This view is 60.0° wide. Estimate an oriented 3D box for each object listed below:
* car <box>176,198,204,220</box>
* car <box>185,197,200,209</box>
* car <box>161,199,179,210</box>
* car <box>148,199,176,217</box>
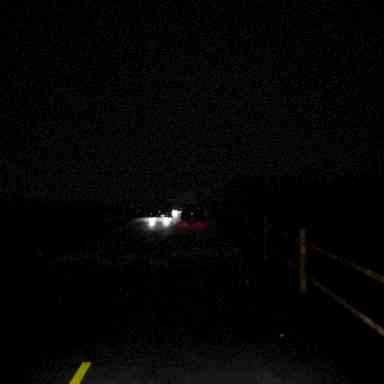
[{"bbox_3d":[0.010,1.462,28.087,2.128,1.511,4.902,0,0,0],"label":"car"},{"bbox_3d":[0.058,1.479,44.967,1.812,1.442,4.674,0,0,0],"label":"car"},{"bbox_3d":[-2.766,1.557,42.324,1.895,1.301,4.718,0,0,0],"label":"car"},{"bbox_3d":[-2.771,1.531,30.399,1.994,1.385,4.181,0,0,0],"label":"car"}]
